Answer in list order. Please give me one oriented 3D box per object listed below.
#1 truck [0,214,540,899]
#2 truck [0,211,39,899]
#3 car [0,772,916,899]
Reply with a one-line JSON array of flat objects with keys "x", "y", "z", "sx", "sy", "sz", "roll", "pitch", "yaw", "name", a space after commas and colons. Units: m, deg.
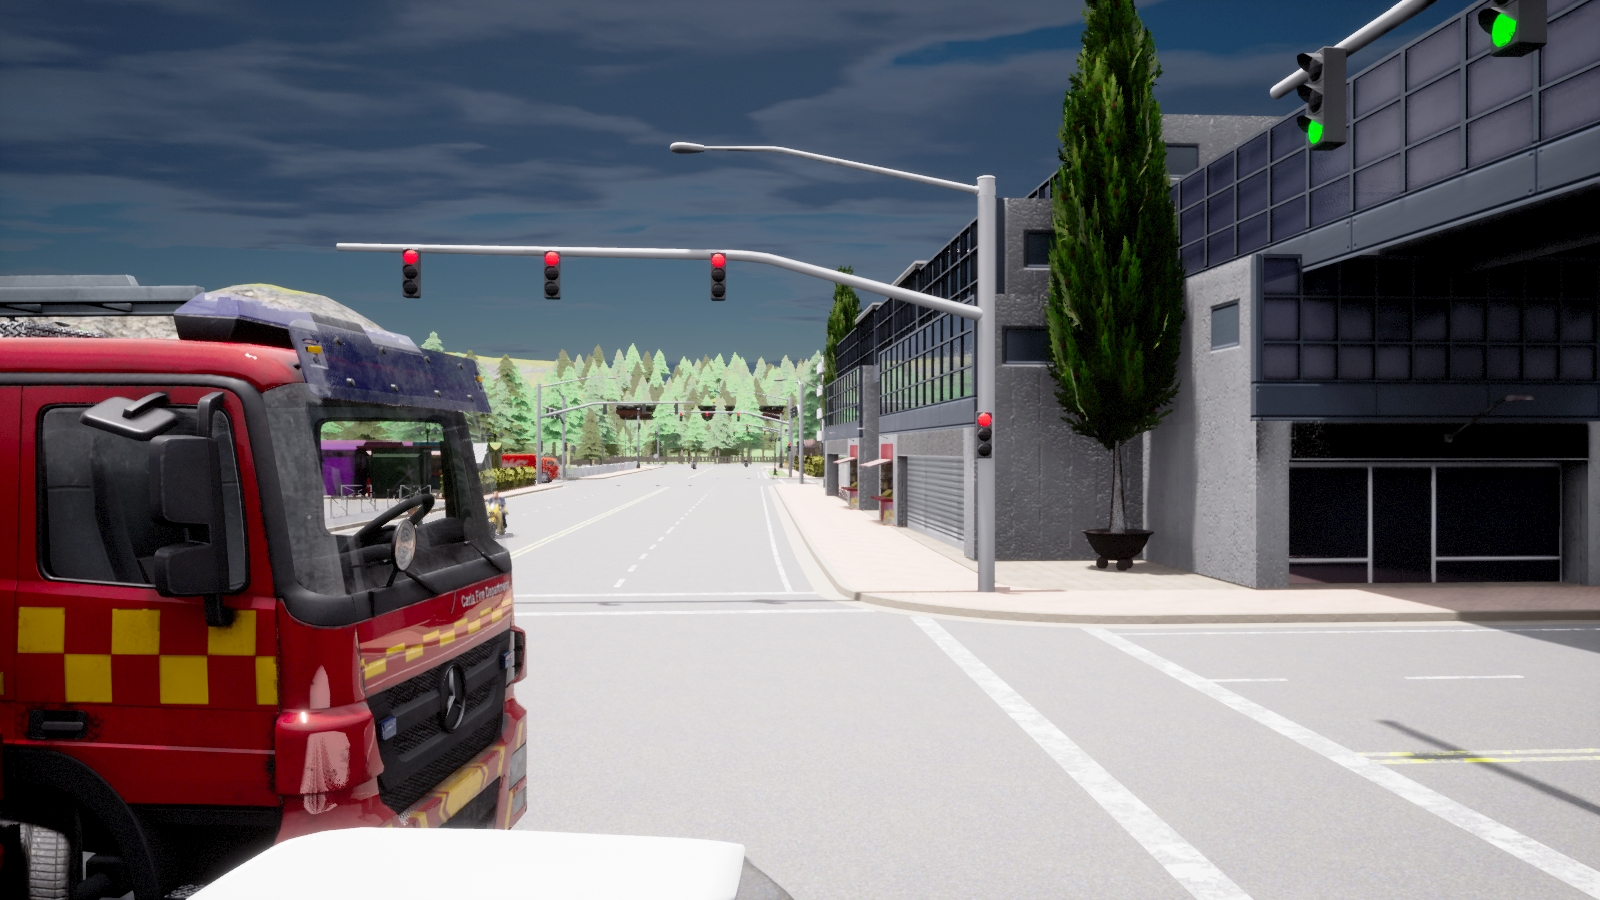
[{"x": -6.102, "y": 0.890, "z": 6.659, "sx": 8.468, "sy": 3.827, "sz": 2.891, "roll": 0, "pitch": 0, "yaw": 4, "name": "truck"}, {"x": -7.587, "y": 0.890, "z": 3.490, "sx": 8.468, "sy": 3.827, "sz": 2.891, "roll": 0, "pitch": 0, "yaw": -3, "name": "truck"}, {"x": -1.549, "y": 2.065, "z": 3.579, "sx": 3.806, "sy": 1.475, "sz": 1.970, "roll": 0, "pitch": 0, "yaw": 5, "name": "car"}]
